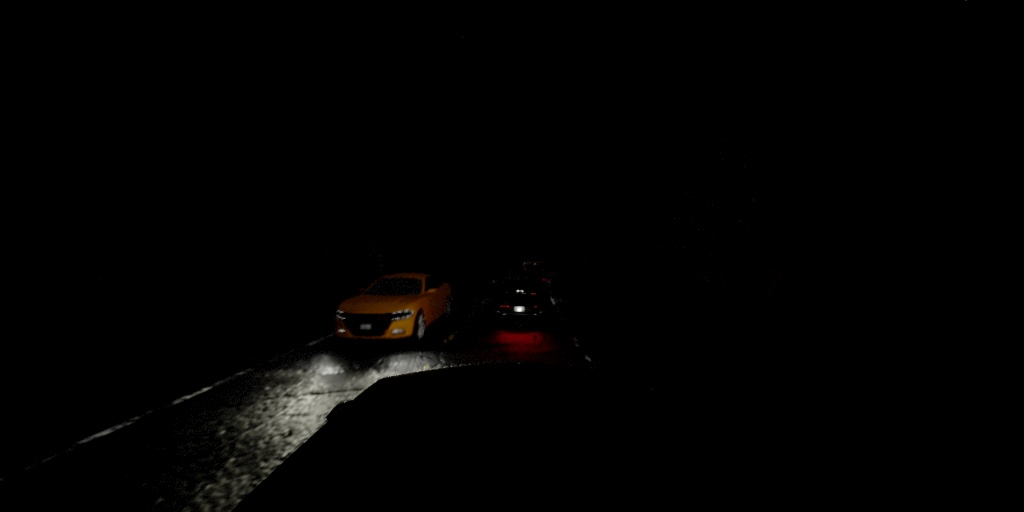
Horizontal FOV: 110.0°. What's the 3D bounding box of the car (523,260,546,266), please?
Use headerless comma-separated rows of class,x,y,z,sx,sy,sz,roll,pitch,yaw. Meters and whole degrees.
car,2.525,1.311,34.693,1.895,1.301,4.718,0,0,9

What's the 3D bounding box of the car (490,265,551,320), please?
car,0.314,1.242,12.536,1.837,1.490,4.892,0,0,2

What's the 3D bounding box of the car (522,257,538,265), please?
car,2.880,1.023,52.417,2.097,1.767,4.553,0,0,14

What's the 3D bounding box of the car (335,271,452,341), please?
car,-2.985,1.212,10.021,1.882,1.535,5.008,0,0,2
